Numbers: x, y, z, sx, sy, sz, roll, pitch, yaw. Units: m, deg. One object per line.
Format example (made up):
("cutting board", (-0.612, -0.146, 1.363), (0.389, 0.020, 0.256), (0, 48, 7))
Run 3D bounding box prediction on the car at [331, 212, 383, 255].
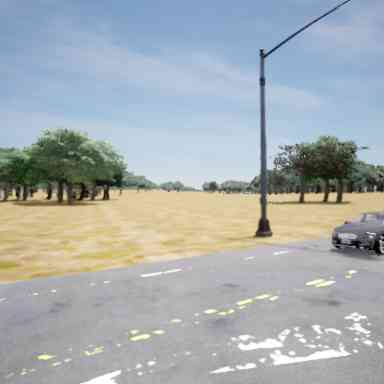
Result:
("car", (7.822, 1.603, 13.974), (4.902, 1.511, 2.128), (0, -1, -35))
